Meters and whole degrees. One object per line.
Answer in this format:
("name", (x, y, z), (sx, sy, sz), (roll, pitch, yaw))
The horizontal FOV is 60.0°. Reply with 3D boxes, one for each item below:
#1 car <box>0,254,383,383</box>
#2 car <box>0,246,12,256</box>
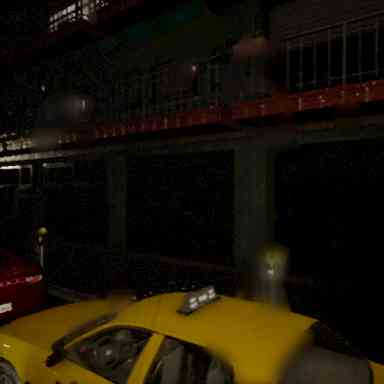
("car", (-0.154, 1.525, 2.980), (4.829, 1.417, 1.752), (0, 0, 35))
("car", (-4.521, 1.542, 6.095), (4.507, 1.381, 1.887), (0, 0, 36))
